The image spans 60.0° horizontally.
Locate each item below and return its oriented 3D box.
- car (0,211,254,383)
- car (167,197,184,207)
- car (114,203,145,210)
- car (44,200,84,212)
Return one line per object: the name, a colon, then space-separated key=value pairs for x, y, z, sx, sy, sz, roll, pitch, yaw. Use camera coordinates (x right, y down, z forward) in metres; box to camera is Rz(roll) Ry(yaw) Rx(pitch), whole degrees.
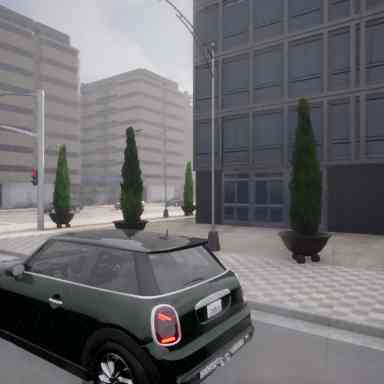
car: x=-1.472 y=1.352 z=5.043 sx=4.553 sy=1.767 sz=2.097 roll=0 pitch=0 yaw=35
car: x=-2.250 y=1.560 z=52.741 sx=1.837 sy=1.490 sz=4.892 roll=0 pitch=0 yaw=35
car: x=-8.198 y=1.581 z=44.321 sx=1.812 sy=1.442 sz=4.674 roll=0 pitch=0 yaw=35
car: x=-14.093 y=1.560 z=35.981 sx=1.837 sy=1.490 sz=4.892 roll=0 pitch=0 yaw=35
